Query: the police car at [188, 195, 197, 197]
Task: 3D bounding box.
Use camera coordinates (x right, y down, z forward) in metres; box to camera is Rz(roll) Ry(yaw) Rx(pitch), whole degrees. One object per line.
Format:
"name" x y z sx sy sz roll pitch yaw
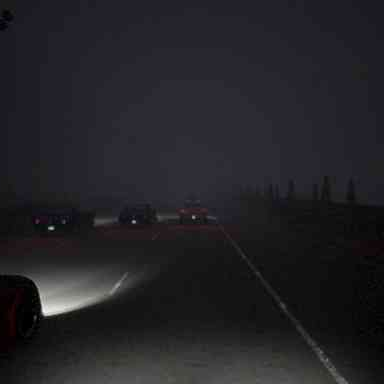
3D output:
"police car" 0.097 1.207 41.438 2.038 1.542 4.974 0 0 0

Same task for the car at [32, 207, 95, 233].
"car" -6.901 1.469 18.524 1.895 1.301 4.718 0 0 0

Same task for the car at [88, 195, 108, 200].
"car" -14.020 1.124 49.812 1.882 1.535 5.008 0 0 0

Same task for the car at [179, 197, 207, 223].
"car" 0.096 1.358 23.518 1.812 1.442 4.674 0 1 0

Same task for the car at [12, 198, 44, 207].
"car" -17.577 1.310 35.830 1.994 1.385 4.181 0 0 0

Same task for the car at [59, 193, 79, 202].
"car" -21.004 0.979 56.773 2.097 1.767 4.553 0 0 0

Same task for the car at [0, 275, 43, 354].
"car" -3.403 1.537 3.683 1.994 1.385 4.181 0 0 0

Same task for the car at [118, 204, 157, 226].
"car" -3.401 1.446 21.721 1.895 1.301 4.718 0 0 0
